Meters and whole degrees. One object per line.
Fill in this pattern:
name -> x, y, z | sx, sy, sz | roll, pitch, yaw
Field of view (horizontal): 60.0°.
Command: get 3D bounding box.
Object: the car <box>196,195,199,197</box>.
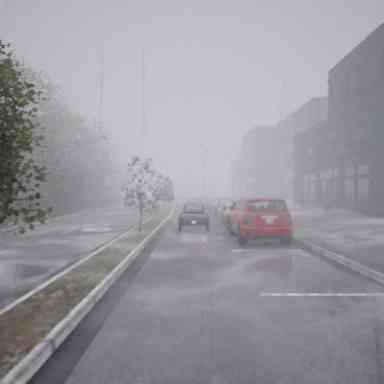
car -> 2.233, 1.533, 54.743 | 2.163, 1.488, 4.792 | 0, 0, -3

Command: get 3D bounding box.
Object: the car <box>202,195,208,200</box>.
car -> 2.770, 1.538, 43.624 | 2.163, 1.488, 4.792 | 0, 0, -2

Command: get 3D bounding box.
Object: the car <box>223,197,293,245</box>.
car -> 3.054, 1.246, 15.735 | 2.435, 2.045, 5.566 | 0, 0, 0

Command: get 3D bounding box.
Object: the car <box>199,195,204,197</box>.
car -> 2.529, 1.547, 49.148 | 2.002, 1.452, 4.674 | 0, 0, -3

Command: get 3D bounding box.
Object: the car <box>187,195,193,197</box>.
car -> 0.860, 1.485, 71.332 | 2.231, 1.521, 4.892 | 0, 0, -5

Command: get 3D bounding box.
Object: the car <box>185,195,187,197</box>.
car -> 0.260, 1.474, 76.862 | 2.097, 1.535, 5.008 | 0, 0, -6

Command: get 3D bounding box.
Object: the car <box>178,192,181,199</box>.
car -> -2.014, 1.423, 93.593 | 1.946, 1.575, 5.366 | 0, 0, -9

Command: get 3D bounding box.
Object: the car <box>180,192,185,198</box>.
car -> -1.168, 1.444, 88.093 | 1.946, 1.575, 5.366 | 0, 0, -8

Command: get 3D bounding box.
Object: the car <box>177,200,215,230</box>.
car -> 0.106, 1.510, 21.298 | 2.128, 1.511, 4.902 | 0, 0, 0

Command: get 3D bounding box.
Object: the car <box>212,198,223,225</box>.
car -> 3.058, 1.505, 26.793 | 2.231, 1.521, 4.892 | 0, 0, 0

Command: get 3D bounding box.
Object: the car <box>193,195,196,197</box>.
car -> 1.849, 1.373, 60.230 | 2.185, 1.767, 4.553 | 0, 0, -4

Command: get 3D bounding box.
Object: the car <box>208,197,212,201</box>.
car -> 3.060, 1.382, 32.320 | 2.185, 1.767, 4.553 | 1, 0, 0

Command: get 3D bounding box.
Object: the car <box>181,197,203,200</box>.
car -> -0.079, 1.588, 38.957 | 1.994, 1.385, 4.181 | 0, 0, -2

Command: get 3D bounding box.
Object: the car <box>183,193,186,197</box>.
car -> -0.396, 1.463, 82.392 | 2.097, 1.535, 5.008 | 0, 0, -7
